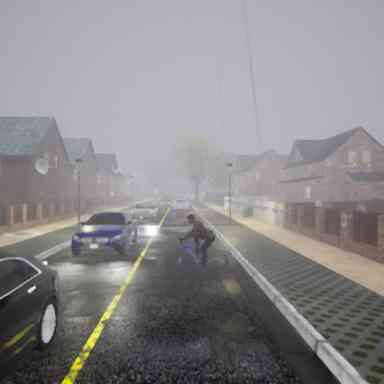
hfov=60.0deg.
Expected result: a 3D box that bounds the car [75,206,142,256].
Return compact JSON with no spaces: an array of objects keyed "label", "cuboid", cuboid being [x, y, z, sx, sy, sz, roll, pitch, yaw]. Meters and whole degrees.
[{"label":"car","cuboid":[-3.294,1.513,13.272,1.812,1.442,4.674,0,0,-2]}]

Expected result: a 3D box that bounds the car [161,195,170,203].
[{"label":"car","cuboid":[-5.258,1.399,67.367,1.812,1.442,4.674,0,0,-2]}]

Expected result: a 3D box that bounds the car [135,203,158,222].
[{"label":"car","cuboid":[-3.781,1.569,26.511,1.895,1.301,4.718,0,0,-2]}]

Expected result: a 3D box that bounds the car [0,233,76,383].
[{"label":"car","cuboid":[-2.920,1.502,3.397,1.837,1.490,4.892,0,0,-2]}]

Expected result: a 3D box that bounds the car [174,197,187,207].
[{"label":"car","cuboid":[-1.745,1.440,50.294,1.812,1.442,4.674,0,0,-2]}]

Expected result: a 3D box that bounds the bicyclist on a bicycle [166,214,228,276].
[{"label":"bicyclist on a bicycle","cuboid":[0.132,1.414,8.870,1.656,1.620,0.582,0,0,-2]}]

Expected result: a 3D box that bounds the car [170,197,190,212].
[{"label":"car","cuboid":[-1.248,1.471,37.242,1.812,1.442,4.674,0,0,-2]}]
